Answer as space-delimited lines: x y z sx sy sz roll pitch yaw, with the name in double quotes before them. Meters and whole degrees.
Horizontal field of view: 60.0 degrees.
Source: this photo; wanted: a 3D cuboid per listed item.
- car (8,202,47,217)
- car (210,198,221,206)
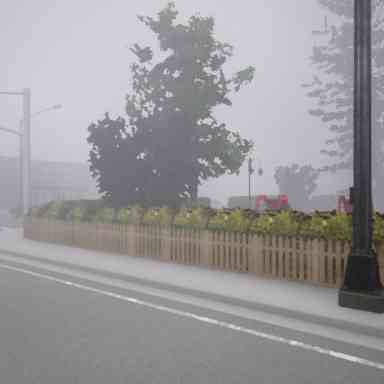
"car" -14.002 1.589 30.308 1.895 1.301 4.718 0 0 35
"car" 2.824 1.655 53.914 1.895 1.301 4.718 0 0 35
